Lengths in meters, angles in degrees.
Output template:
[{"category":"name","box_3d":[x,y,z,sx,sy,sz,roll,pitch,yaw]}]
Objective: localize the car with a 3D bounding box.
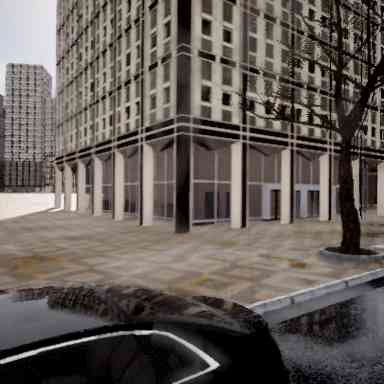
[{"category":"car","box_3d":[-1.455,1.505,2.032,4.892,1.490,1.837,0,0,-35]}]
